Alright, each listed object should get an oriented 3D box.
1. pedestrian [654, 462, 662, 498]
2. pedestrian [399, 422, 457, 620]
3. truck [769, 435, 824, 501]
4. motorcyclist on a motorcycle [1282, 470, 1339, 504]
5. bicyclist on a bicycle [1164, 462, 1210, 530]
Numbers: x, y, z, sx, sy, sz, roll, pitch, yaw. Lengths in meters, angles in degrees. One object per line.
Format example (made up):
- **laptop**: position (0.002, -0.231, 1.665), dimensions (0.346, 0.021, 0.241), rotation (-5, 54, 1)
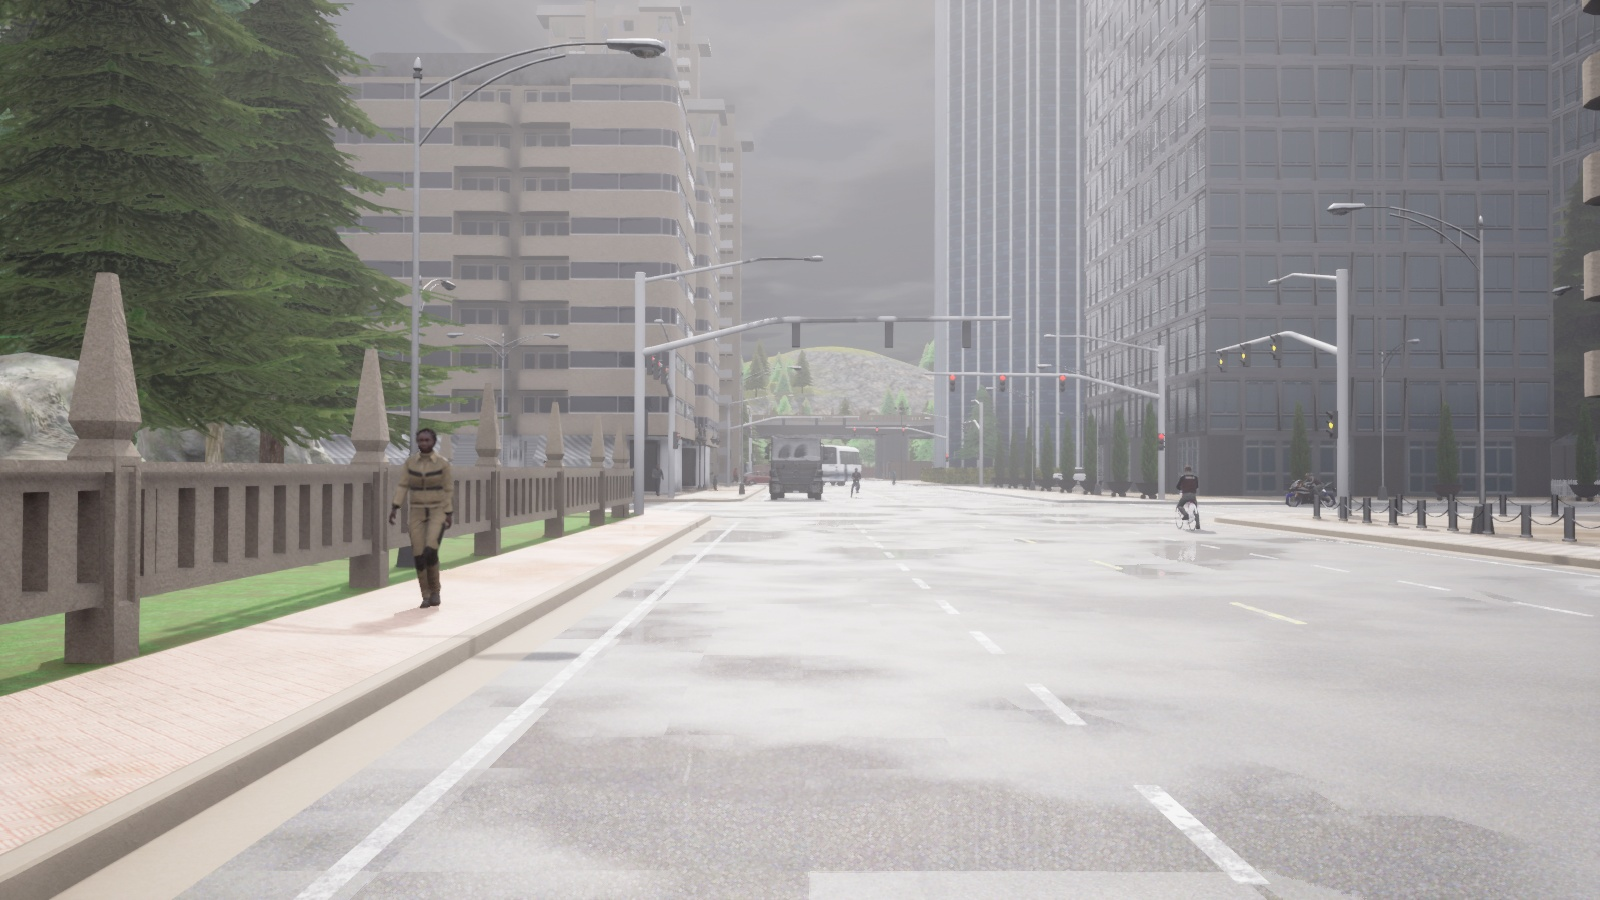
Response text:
- **pedestrian**: position (-7.664, 1.633, 67.797), dimensions (0.423, 1.949, 0.788), rotation (0, -1, -3)
- **pedestrian**: position (-3.722, 0.699, 12.607), dimensions (0.396, 1.930, 0.692), rotation (0, -1, -2)
- **truck**: position (-0.204, 1.010, 70.268), dimensions (2.891, 3.462, 7.936), rotation (0, -1, 0)
- **motorcyclist on a motorcycle**: position (22.751, 1.641, 55.963), dimensions (2.191, 1.530, 0.866), rotation (0, -1, 0)
- **bicyclist on a bicycle**: position (10.403, 1.210, 33.844), dimensions (0.659, 1.776, 1.843), rotation (0, -1, 0)
